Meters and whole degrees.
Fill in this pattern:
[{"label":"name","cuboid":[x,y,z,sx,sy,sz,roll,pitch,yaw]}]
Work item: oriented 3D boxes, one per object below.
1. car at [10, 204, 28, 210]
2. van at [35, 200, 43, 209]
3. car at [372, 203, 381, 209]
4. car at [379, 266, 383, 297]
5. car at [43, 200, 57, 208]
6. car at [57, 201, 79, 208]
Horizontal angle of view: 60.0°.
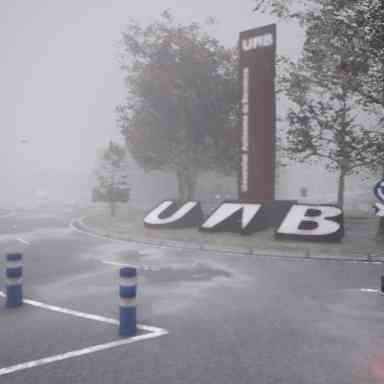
[{"label":"car","cuboid":[-41.462,3.680,80.517,4.674,1.452,2.002,-4,-3,39]},{"label":"van","cuboid":[-33.038,2.842,73.596,4.442,1.987,1.878,-4,-3,39]},{"label":"car","cuboid":[24.033,1.665,39.368,1.895,1.301,4.718,0,0,-36]},{"label":"car","cuboid":[5.719,1.514,6.216,4.902,1.511,2.128,0,0,-25]},{"label":"car","cuboid":[-28.697,2.802,70.031,4.792,1.488,2.163,-4,-3,39]},{"label":"car","cuboid":[-24.445,2.525,66.559,4.674,1.452,2.002,-4,-4,39]}]
